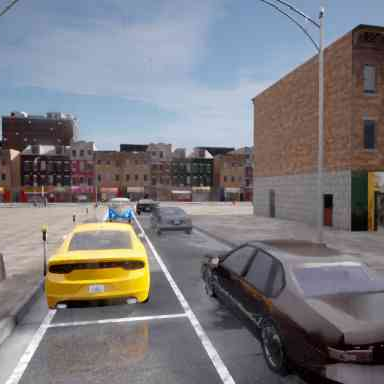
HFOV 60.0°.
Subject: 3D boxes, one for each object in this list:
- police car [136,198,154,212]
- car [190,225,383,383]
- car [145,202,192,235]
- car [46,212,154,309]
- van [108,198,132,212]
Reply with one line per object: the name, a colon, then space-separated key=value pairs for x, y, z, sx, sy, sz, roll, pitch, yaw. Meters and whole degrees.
police car: x=-4.879 y=1.434 z=35.115 sx=1.930 sy=1.638 sz=5.238 roll=0 pitch=0 yaw=-12
car: x=1.580 y=1.547 z=5.617 sx=2.033 sy=1.411 sz=5.357 roll=0 pitch=0 yaw=-12
car: x=-1.288 y=1.549 z=18.939 sx=2.033 sy=1.411 sz=5.357 roll=0 pitch=0 yaw=-12
car: x=-2.122 y=1.477 z=8.024 sx=1.882 sy=1.535 sz=5.008 roll=0 pitch=0 yaw=-12
van: x=-5.313 y=1.344 z=24.570 sx=1.690 sy=1.788 sz=3.998 roll=-1 pitch=0 yaw=-12
